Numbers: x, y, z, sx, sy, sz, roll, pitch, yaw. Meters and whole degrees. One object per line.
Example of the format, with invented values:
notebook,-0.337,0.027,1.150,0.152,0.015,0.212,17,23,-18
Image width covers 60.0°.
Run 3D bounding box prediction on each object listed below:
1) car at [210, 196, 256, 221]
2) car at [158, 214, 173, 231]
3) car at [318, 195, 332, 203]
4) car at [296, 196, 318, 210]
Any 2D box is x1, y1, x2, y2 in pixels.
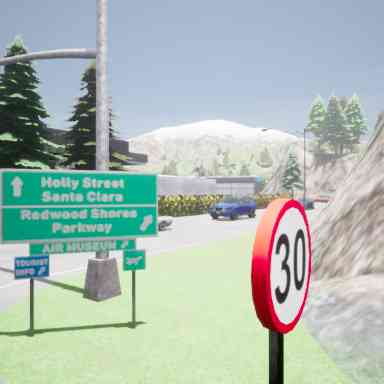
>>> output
car,3.819,1.414,29.903,2.150,2.045,5.566,0,0,37
car,-3.311,1.792,20.057,1.895,1.301,4.718,0,0,36
car,28.688,1.547,74.173,2.097,1.767,4.553,0,0,-37
car,15.089,1.542,45.370,2.097,1.767,4.553,0,0,36
